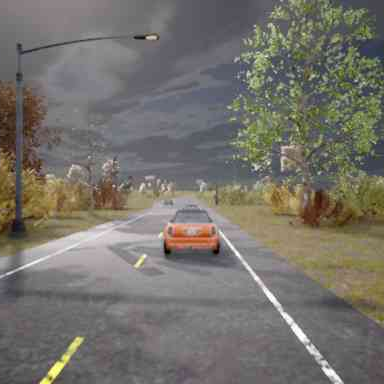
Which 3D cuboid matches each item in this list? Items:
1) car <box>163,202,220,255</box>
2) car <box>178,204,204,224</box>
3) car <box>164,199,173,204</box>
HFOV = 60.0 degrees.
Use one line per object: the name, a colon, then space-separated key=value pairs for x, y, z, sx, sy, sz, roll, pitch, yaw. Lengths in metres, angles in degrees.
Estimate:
car: x=-0.011 y=1.485 z=14.089 sx=2.097 sy=1.767 sz=4.553 roll=0 pitch=-1 yaw=0
car: x=-0.071 y=1.824 z=28.999 sx=2.033 sy=1.411 sz=5.357 roll=0 pitch=-1 yaw=0
car: x=-5.093 y=2.201 z=72.322 sx=1.994 sy=1.385 sz=4.181 roll=0 pitch=0 yaw=-8
